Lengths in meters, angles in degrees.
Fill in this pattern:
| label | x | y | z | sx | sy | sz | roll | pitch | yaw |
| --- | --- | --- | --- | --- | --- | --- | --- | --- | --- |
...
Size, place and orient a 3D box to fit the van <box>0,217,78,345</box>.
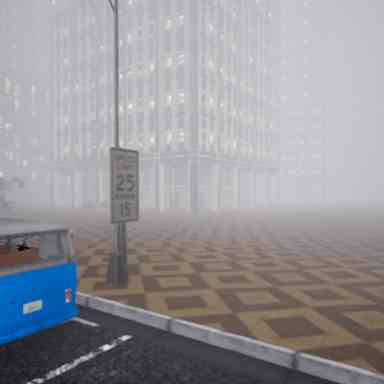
| label | x | y | z | sx | sy | sz | roll | pitch | yaw |
| --- | --- | --- | --- | --- | --- | --- | --- | --- | --- |
| van | -3.675 | 1.305 | 5.528 | 3.998 | 1.788 | 1.690 | 0 | 0 | 34 |
